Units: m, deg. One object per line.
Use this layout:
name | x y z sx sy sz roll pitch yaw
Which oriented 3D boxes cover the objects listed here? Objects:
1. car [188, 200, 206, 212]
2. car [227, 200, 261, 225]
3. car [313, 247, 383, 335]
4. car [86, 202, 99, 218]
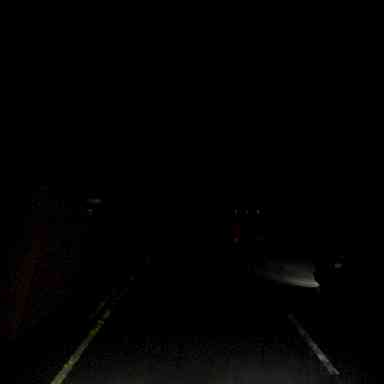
car | 0.588 1.696 41.201 1.812 1.442 4.674 0 0 1
car | 3.896 1.468 25.527 2.097 1.767 4.553 0 0 1
car | 3.647 1.580 5.156 2.033 1.411 5.357 0 0 1
car | -10.231 1.662 31.285 1.994 1.385 4.181 0 0 1
